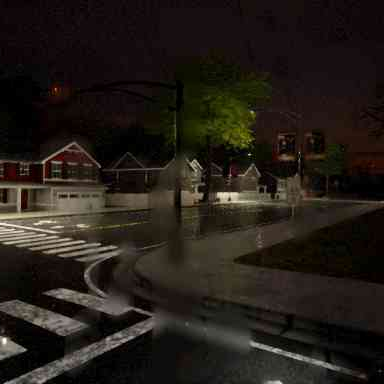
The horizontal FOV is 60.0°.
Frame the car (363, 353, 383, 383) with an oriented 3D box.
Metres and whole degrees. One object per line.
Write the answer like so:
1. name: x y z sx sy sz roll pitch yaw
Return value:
1. car: 3.328 1.506 1.308 4.892 1.490 1.837 0 0 35
